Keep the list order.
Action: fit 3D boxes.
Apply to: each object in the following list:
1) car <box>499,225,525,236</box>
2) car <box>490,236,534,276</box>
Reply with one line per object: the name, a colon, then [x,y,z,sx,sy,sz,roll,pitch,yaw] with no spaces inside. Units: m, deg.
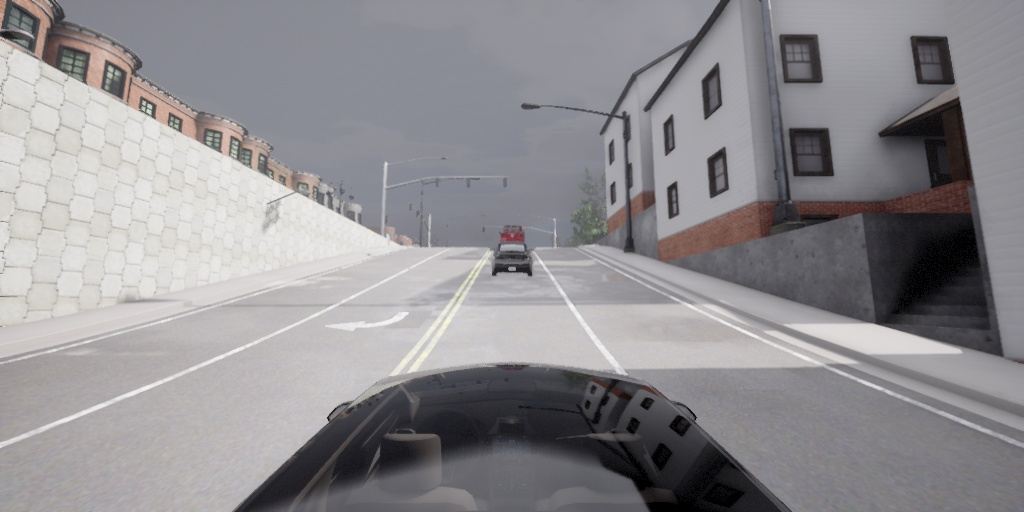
car: [0.022,-1.730,32.996,2.150,2.045,5.566,1,2,0]
car: [0.006,0.036,17.341,1.837,1.490,4.892,1,6,0]
